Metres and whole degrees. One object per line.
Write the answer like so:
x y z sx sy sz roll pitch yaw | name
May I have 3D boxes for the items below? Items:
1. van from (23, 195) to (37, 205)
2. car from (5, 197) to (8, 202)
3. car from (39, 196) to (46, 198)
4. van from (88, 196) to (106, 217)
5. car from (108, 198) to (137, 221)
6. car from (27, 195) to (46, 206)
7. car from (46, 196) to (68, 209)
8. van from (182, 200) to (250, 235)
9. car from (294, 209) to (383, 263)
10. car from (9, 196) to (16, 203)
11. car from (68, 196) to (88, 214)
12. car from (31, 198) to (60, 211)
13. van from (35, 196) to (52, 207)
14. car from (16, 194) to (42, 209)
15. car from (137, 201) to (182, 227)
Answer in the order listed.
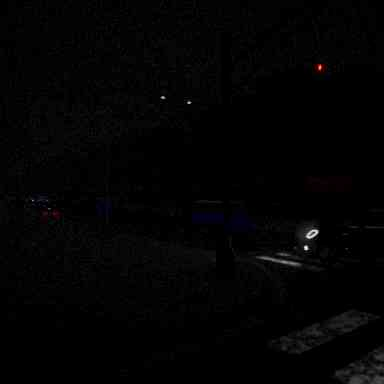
-30.694 1.540 63.069 1.690 1.788 3.998 0 0 -36 | van
-43.627 1.796 80.955 1.752 1.417 4.829 0 0 -36 | car
-21.069 1.697 49.758 2.008 1.369 4.403 0 0 -36 | car
-8.236 1.416 32.010 1.690 1.788 3.998 0 0 -36 | van
-5.027 1.498 27.573 1.967 1.590 4.097 0 0 -36 | car
-27.486 1.496 58.632 2.192 1.841 5.009 0 0 -36 | car
-17.861 1.443 45.321 2.192 1.841 5.009 0 0 -36 | car
1.389 1.368 18.700 1.690 1.788 3.998 0 0 -36 | van
5.840 1.355 11.204 4.553 1.767 2.097 0 -1 8 | car
-40.319 1.692 76.380 1.967 1.590 4.097 0 0 -36 | car
-11.444 1.407 36.444 2.192 1.841 5.009 0 0 -36 | car
-18.371 1.719 41.615 1.895 1.301 4.718 0 0 -35 | car
-24.278 1.505 54.195 1.690 1.788 3.998 0 0 -36 | van
-24.471 1.373 49.965 2.150 2.045 5.566 0 0 -36 | car
-1.819 1.482 23.136 1.967 1.590 4.097 0 0 -36 | car
